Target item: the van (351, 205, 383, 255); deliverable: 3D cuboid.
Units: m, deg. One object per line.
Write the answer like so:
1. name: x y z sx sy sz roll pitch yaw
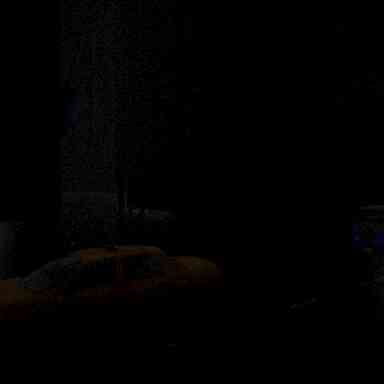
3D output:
1. van: 7.345 1.342 11.919 3.998 1.788 1.690 0 0 -36

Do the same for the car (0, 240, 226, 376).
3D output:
1. car: -1.634 1.525 5.487 4.829 1.417 1.752 0 0 -36
